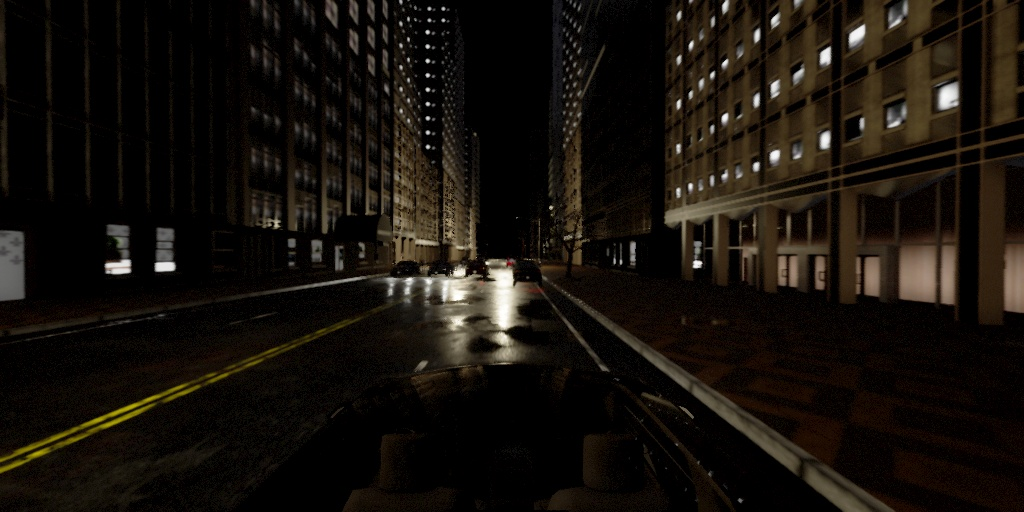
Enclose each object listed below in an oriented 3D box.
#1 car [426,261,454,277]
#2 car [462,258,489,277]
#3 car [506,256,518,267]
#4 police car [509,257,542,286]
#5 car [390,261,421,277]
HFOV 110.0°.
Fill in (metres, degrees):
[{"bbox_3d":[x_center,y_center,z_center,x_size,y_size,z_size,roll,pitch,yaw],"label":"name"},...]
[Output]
[{"bbox_3d":[-6.602,1.165,33.513,1.812,1.442,4.674,0,0,0],"label":"car"},{"bbox_3d":[-3.172,1.167,32.853,1.812,1.442,4.674,0,0,0],"label":"car"},{"bbox_3d":[-0.038,1.143,60.130,1.994,1.385,4.181,0,0,0],"label":"car"},{"bbox_3d":[0.959,1.090,24.364,1.930,1.638,5.238,0,0,0],"label":"police car"},{"bbox_3d":[-9.852,1.165,33.511,1.812,1.442,4.674,0,0,0],"label":"car"}]
